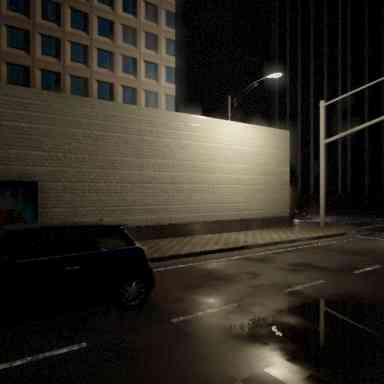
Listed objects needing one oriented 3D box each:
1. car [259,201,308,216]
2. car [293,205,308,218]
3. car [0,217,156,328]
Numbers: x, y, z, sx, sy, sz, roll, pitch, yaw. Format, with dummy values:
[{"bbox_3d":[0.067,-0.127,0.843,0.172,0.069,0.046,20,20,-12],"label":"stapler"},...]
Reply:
[{"bbox_3d":[9.317,1.655,34.295,1.895,1.301,4.718,0,0,-36],"label":"car"},{"bbox_3d":[8.116,1.580,29.970,1.812,1.442,4.674,0,0,-36],"label":"car"},{"bbox_3d":[-3.022,1.352,6.137,4.553,1.767,2.097,0,0,-36],"label":"car"}]
